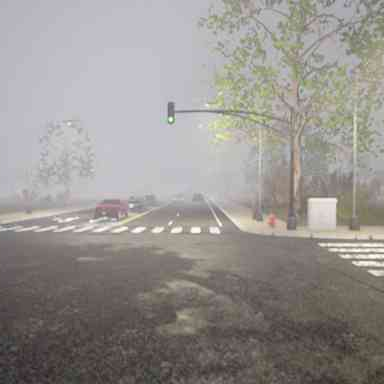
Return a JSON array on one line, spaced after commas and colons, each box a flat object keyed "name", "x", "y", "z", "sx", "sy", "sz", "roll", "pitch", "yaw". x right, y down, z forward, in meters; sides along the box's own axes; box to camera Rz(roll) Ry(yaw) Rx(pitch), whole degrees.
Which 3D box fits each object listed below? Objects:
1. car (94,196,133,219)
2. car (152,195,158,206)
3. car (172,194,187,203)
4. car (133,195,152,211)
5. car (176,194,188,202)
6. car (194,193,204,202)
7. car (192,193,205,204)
[{"name": "car", "x": -6.281, "y": 1.249, "z": 26.342, "sx": 1.882, "sy": 1.535, "sz": 5.008, "roll": 0, "pitch": 0, "yaw": 1}, {"name": "car", "x": -5.785, "y": 1.160, "z": 46.000, "sx": 1.837, "sy": 1.490, "sz": 4.892, "roll": 0, "pitch": 0, "yaw": 2}, {"name": "car", "x": -2.211, "y": 1.204, "z": 55.322, "sx": 1.895, "sy": 1.301, "sz": 4.718, "roll": 0, "pitch": 0, "yaw": 1}, {"name": "car", "x": -6.040, "y": 1.208, "z": 35.815, "sx": 2.128, "sy": 1.511, "sz": 4.902, "roll": 0, "pitch": 0, "yaw": 2}, {"name": "car", "x": -1.959, "y": 1.085, "z": 65.290, "sx": 2.033, "sy": 1.411, "sz": 5.357, "roll": 0, "pitch": 0, "yaw": 1}, {"name": "car", "x": 1.290, "y": 1.023, "z": 65.208, "sx": 1.882, "sy": 1.535, "sz": 5.008, "roll": 0, "pitch": 0, "yaw": 1}, {"name": "car", "x": 1.036, "y": 0.964, "z": 55.144, "sx": 2.097, "sy": 1.767, "sz": 4.553, "roll": 0, "pitch": 0, "yaw": 1}]
